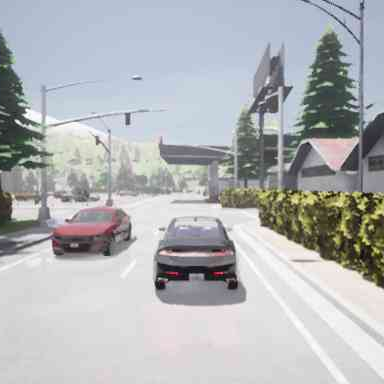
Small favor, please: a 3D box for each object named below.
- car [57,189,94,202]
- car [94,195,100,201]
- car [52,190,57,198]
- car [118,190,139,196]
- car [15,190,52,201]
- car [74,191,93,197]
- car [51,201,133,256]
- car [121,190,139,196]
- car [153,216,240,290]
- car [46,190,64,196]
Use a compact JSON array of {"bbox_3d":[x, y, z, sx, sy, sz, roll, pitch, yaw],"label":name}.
[{"bbox_3d":[-16.767,0.496,47.906,3.866,1.878,1.905,0,1,-1],"label":"car"},{"bbox_3d":[-16.175,0.740,51.237,3.806,1.475,1.970,0,1,-1],"label":"car"},{"bbox_3d":[-24.015,0.527,63.609,4.514,1.523,2.007,0,1,-1],"label":"car"},{"bbox_3d":[-16.425,0.295,85.491,5.027,1.636,2.152,0,1,-1],"label":"car"},{"bbox_3d":[-24.654,0.477,51.147,4.605,1.855,1.932,0,1,-1],"label":"car"},{"bbox_3d":[-24.030,0.428,73.602,3.633,1.501,1.845,0,1,-1],"label":"car"},{"bbox_3d":[-3.534,1.324,12.574,1.882,1.535,5.008,0,0,1],"label":"car"},{"bbox_3d":[-16.495,0.266,88.627,4.514,1.523,2.007,0,1,-1],"label":"car"},{"bbox_3d":[0.100,1.384,8.766,2.128,1.511,4.902,0,1,0],"label":"car"},{"bbox_3d":[-35.091,0.348,85.531,3.806,1.475,1.970,0,1,-1],"label":"car"}]
